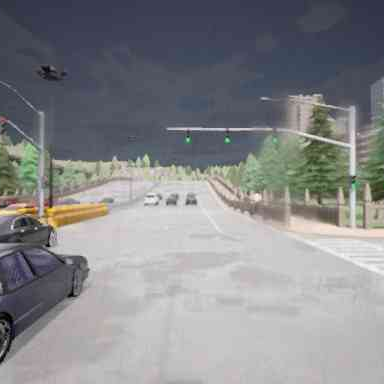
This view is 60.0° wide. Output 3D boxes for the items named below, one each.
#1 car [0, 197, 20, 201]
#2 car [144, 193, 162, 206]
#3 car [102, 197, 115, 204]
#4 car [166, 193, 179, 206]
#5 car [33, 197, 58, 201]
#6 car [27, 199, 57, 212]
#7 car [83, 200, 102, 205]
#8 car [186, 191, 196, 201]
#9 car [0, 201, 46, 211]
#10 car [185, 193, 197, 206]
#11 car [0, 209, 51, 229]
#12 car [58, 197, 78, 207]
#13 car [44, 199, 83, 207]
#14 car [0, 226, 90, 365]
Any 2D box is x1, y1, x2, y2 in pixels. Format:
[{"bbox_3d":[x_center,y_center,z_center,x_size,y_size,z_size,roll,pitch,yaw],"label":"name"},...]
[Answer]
[{"bbox_3d":[-21.093,1.557,36.950,2.150,2.045,5.566,0,-1,0],"label":"car"},{"bbox_3d":[-7.118,1.264,58.958,2.150,2.045,5.566,0,3,0],"label":"car"},{"bbox_3d":[-14.105,1.711,55.319,1.837,1.490,4.892,0,2,0],"label":"car"},{"bbox_3d":[-3.619,1.556,58.856,1.837,1.490,4.892,0,3,0],"label":"car"},{"bbox_3d":[-17.593,1.579,39.393,2.150,2.045,5.566,0,-1,0],"label":"car"},{"bbox_3d":[-21.058,1.869,46.900,1.882,1.535,5.008,0,0,0],"label":"car"},{"bbox_3d":[-14.086,1.922,45.273,1.812,1.442,4.674,0,0,0],"label":"car"},{"bbox_3d":[-0.178,0.850,69.178,2.033,1.411,5.357,0,6,0],"label":"car"},{"bbox_3d":[-14.078,1.724,27.065,1.882,1.535,5.008,0,-1,-1],"label":"car"},{"bbox_3d":[-0.120,1.390,59.112,2.097,1.767,4.553,0,3,0],"label":"car"},{"bbox_3d":[-6.902,1.622,12.792,1.837,1.490,4.892,0,0,0],"label":"car"},{"bbox_3d":[-21.107,1.706,56.834,1.994,1.385,4.181,0,3,0],"label":"car"},{"bbox_3d":[-14.102,1.821,36.310,2.128,1.511,4.902,0,-1,0],"label":"car"},{"bbox_3d":[-3.401,1.600,5.668,2.033,1.411,5.357,0,-1,0],"label":"car"}]
